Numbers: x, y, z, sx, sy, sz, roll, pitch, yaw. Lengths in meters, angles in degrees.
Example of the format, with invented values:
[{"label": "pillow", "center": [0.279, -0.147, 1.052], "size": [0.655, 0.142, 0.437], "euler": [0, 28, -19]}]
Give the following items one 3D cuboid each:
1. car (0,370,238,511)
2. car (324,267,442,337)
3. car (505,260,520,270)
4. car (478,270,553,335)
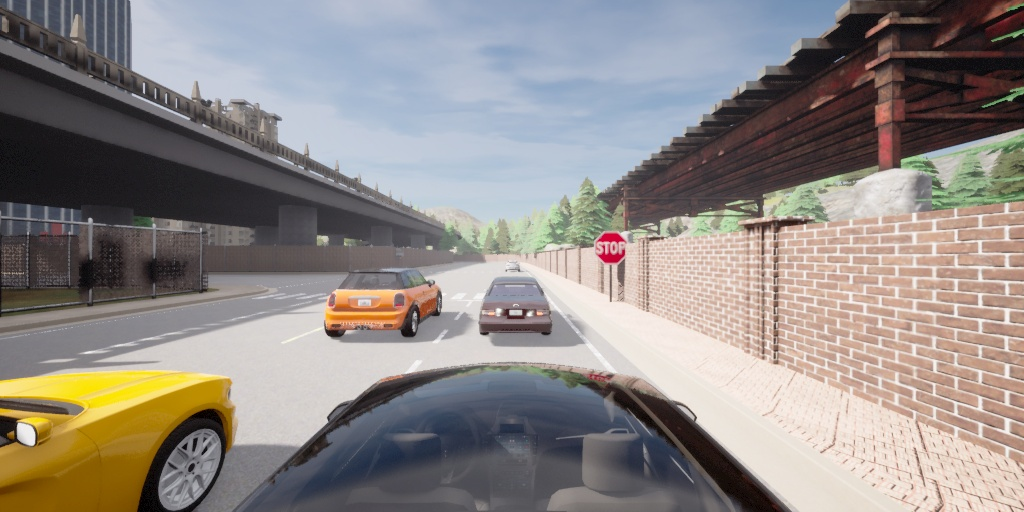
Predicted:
[{"label": "car", "center": [-3.398, 1.228, 1.175], "size": [1.882, 1.535, 5.008], "euler": [0, 0, 0]}, {"label": "car", "center": [-3.419, 1.102, 10.433], "size": [2.097, 1.767, 4.553], "euler": [0, 0, 0]}, {"label": "car", "center": [0.085, 1.276, 46.320], "size": [1.812, 1.442, 4.674], "euler": [0, 0, -1]}, {"label": "car", "center": [0.082, 1.297, 10.454], "size": [2.033, 1.411, 5.357], "euler": [0, 0, 0]}]
